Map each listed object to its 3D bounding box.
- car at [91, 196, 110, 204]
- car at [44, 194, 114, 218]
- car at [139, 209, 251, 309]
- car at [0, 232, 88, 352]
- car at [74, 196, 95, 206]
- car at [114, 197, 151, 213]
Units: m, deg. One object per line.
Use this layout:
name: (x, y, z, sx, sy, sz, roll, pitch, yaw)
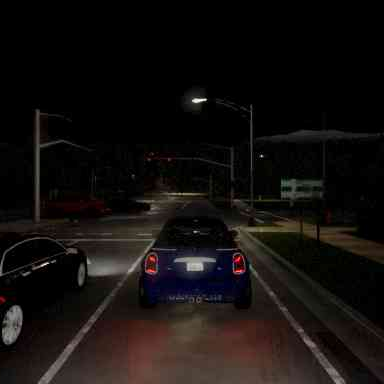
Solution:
car: (-17.786, 1.491, 64.875, 2.128, 1.511, 4.902, 0, 0, 1)
car: (-10.275, 1.221, 29.789, 5.566, 2.045, 2.150, 0, 0, 1)
car: (0.070, 1.352, 8.049, 2.097, 1.767, 4.553, 0, 0, 0)
car: (-3.440, 1.505, 6.145, 1.837, 1.490, 4.892, 0, 0, 0)
car: (-17.941, 1.477, 55.685, 1.882, 1.535, 5.008, 0, 0, 1)
car: (-6.935, 1.525, 36.785, 4.674, 1.442, 1.812, 0, 0, 0)
